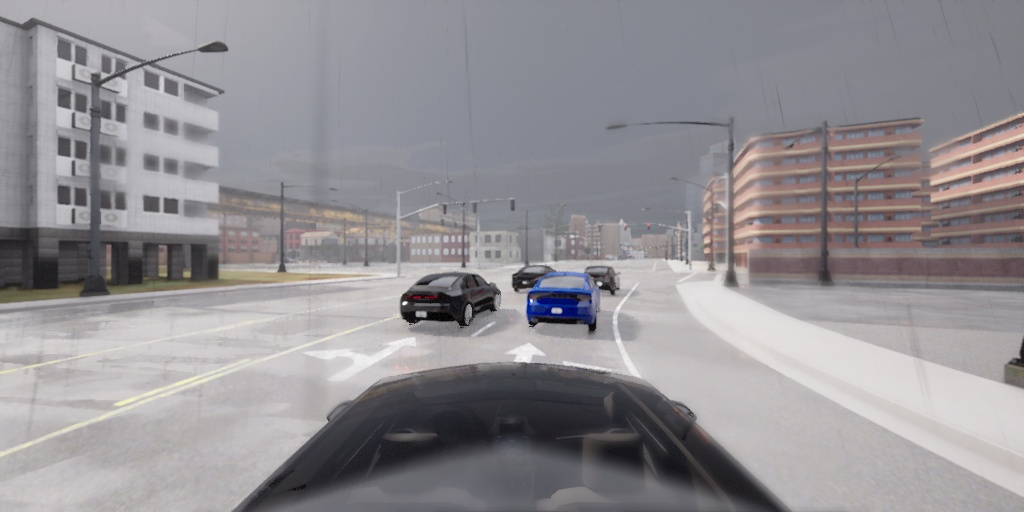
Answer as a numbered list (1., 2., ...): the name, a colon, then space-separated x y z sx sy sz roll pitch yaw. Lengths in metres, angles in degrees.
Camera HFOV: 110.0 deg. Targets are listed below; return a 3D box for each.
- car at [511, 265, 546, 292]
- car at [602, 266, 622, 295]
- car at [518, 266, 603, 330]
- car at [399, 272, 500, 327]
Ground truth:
1. car: 1.578 1.253 21.165 1.882 1.535 5.008 0 0 22
2. car: 4.997 1.284 20.280 1.837 1.490 4.892 0 0 21
3. car: 1.791 1.242 11.416 1.882 1.535 5.008 0 0 16
4. car: -1.776 1.266 11.709 1.837 1.490 4.892 0 0 14
